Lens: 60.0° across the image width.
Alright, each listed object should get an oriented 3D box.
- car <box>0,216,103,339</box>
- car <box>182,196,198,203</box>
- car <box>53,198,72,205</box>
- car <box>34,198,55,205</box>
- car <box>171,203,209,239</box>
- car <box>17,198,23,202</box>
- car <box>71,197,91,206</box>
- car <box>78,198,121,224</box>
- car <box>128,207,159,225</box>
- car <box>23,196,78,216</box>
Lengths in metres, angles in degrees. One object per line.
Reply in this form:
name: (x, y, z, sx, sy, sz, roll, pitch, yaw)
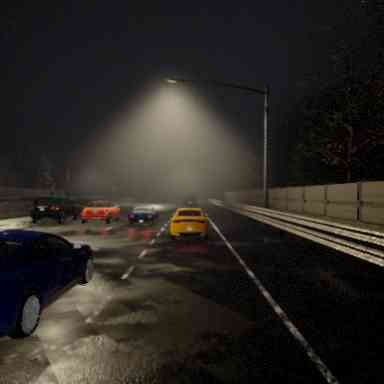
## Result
car: (-3.454, 1.494, 6.631, 1.882, 1.535, 5.008, 1, 0, 0)
car: (-0.282, 1.577, 47.002, 2.150, 2.045, 5.566, 1, 0, 0)
car: (-24.882, 1.832, 64.163, 1.994, 1.385, 4.181, 1, -1, 0)
car: (-28.382, 1.841, 64.113, 1.895, 1.301, 4.718, 1, -1, 0)
car: (-0.121, 1.612, 18.311, 1.882, 1.535, 5.008, 1, 0, 0)
car: (-31.881, 1.690, 64.124, 1.882, 1.535, 5.008, 1, -1, 0)
car: (-21.387, 1.832, 64.206, 2.128, 1.511, 4.902, 1, -1, 0)
car: (-7.065, 1.480, 26.383, 2.097, 1.767, 4.553, 1, 0, 0)
car: (-3.559, 1.754, 25.385, 1.895, 1.301, 4.718, 1, 0, 0)
car: (-10.564, 1.314, 26.076, 2.150, 2.045, 5.566, 1, 0, 0)
